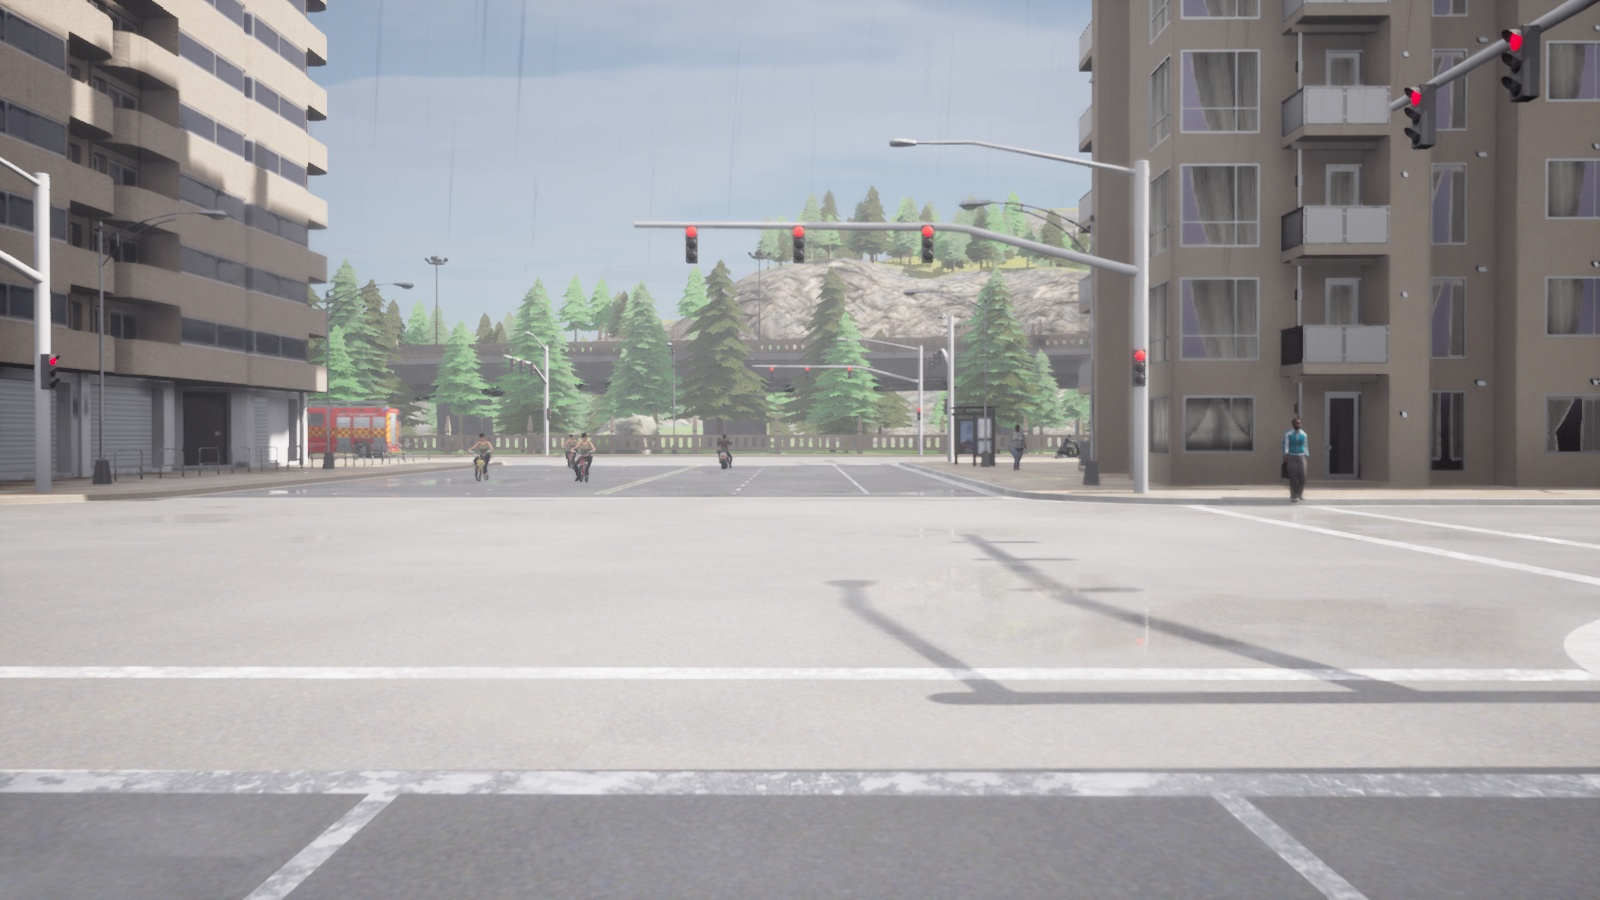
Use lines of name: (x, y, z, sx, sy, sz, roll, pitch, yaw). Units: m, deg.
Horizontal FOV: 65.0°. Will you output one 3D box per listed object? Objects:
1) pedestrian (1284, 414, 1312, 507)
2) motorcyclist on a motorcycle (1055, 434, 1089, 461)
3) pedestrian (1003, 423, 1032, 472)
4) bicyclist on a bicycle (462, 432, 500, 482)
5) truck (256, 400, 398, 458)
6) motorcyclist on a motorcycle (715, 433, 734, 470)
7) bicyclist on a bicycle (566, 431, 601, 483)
pedestrian: (10.513, 0.216, 26.511, 0.396, 1.930, 0.692, 0, 1, 8)
motorcyclist on a motorcycle: (15.851, -0.138, 73.277, 1.817, 1.590, 0.866, 0, 1, 1)
pedestrian: (8.306, -0.110, 48.008, 0.874, 1.855, 0.900, 0, 1, -4)
bicyclist on a bicycle: (-10.474, 0.226, 41.230, 0.866, 1.612, 1.509, 0, 1, 0)
truck: (-31.719, -1.417, 84.427, 8.468, 3.827, 2.891, 0, 1, 1)
motorcyclist on a motorcycle: (-3.475, 0.063, 58.090, 0.766, 1.649, 2.350, 0, 1, 0)
bicyclist on a bicycle: (-6.974, 0.235, 40.492, 0.866, 1.612, 1.509, 0, -2, 0)
